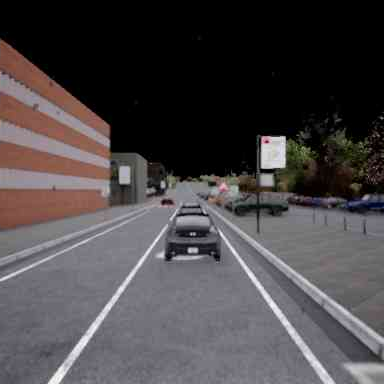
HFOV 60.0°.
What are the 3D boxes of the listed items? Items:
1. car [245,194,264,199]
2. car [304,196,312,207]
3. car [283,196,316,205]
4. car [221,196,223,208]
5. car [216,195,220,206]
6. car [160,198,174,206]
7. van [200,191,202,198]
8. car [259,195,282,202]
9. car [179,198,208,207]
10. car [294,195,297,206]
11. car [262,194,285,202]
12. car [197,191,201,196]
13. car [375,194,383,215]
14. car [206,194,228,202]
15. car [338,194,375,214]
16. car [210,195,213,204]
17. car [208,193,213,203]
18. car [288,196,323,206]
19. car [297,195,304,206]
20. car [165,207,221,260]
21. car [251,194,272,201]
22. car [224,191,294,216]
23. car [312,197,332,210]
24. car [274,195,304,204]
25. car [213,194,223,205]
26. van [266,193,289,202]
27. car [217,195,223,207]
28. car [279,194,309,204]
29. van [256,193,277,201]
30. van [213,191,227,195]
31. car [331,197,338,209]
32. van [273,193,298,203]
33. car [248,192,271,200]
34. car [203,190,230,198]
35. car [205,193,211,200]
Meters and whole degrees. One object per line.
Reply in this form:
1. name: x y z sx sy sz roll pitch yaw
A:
1. car: 17.609 1.267 93.596 4.792 1.488 2.163 0 1 -1
2. car: 18.499 1.436 45.457 5.008 1.535 2.097 0 0 -1
3. car: 18.291 1.431 56.874 5.008 1.535 2.097 0 0 -1
4. car: 6.087 1.438 36.675 5.008 1.535 2.097 0 0 -1
5. car: 5.942 1.477 45.150 4.674 1.452 2.002 0 0 -1
6. car: -3.653 1.477 49.798 1.895 1.301 4.718 0 -5 0
7. van: 5.235 1.067 90.373 4.442 1.987 1.878 0 1 -1
8. car: 17.975 1.453 76.511 4.792 1.488 2.163 0 0 -1
9. car: -0.048 1.521 27.934 2.128 1.511 4.902 0 0 0
10. car: 18.431 1.463 51.104 4.792 1.488 2.163 0 0 -1
11. car: 17.960 1.299 73.812 4.553 1.767 2.185 0 0 -1
12. car: 5.039 0.990 93.194 5.566 2.045 2.435 0 1 -1
13. car: 18.753 1.295 28.508 4.553 1.767 2.185 0 1 -1
14. car: 5.458 1.300 73.403 4.553 1.767 2.185 0 0 -1
15. car: 18.683 1.183 34.288 5.566 2.045 2.435 0 0 -1
16. car: 5.783 1.474 53.626 4.674 1.452 2.002 0 0 -1
17. car: 5.919 1.430 56.454 5.366 1.575 1.946 0 0 -1
18. car: 18.352 1.432 54.051 5.008 1.535 2.097 0 0 -1
19. car: 18.448 1.434 48.280 5.008 1.535 2.097 0 0 -1
20. car: 0.034 1.522 12.456 1.837 1.490 4.892 0 0 0
21. car: 17.785 1.386 85.116 5.008 1.535 2.097 0 1 -1
22. car: 6.167 1.182 31.023 5.566 2.045 2.435 0 0 -1
23. car: 18.551 1.438 42.633 4.892 1.521 2.231 0 0 -1
24. car: 18.199 1.429 62.520 5.008 1.535 2.097 0 0 -1
25. car: 5.858 1.466 47.975 4.792 1.488 2.163 0 0 -1
26. van: 18.162 1.200 70.868 4.442 1.987 1.878 0 0 -1
27. car: 5.988 1.478 42.325 4.674 1.452 2.002 0 0 -1
28. car: 18.276 1.304 59.698 4.553 1.767 2.185 0 0 -1
29. van: 17.774 1.196 79.334 4.442 1.987 1.878 0 0 -1
30. van: 5.953 1.209 50.803 4.442 1.987 1.878 0 0 -1
31. car: 18.668 1.437 36.988 4.892 1.521 2.231 0 0 -1
32. van: 18.261 1.202 65.219 4.442 1.987 1.878 0 0 -1
33. car: 17.712 1.088 87.945 5.566 2.045 2.435 0 1 -1
34. car: 5.557 1.177 67.753 5.566 2.045 2.435 0 0 -1
35. car: 5.497 1.429 59.273 5.366 1.575 1.946 0 0 -1
